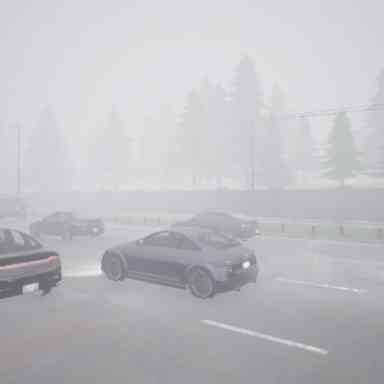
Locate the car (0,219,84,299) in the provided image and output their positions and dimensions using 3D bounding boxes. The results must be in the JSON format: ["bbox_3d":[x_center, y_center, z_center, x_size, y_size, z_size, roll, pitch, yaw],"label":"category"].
[{"bbox_3d":[-4.933,1.560,7.507,4.902,1.511,2.128,0,0,35],"label":"car"}]

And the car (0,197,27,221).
[{"bbox_3d":[-16.384,1.466,28.559,5.566,2.045,2.150,0,0,35],"label":"car"}]

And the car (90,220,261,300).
[{"bbox_3d":[-0.417,1.607,8.587,4.181,1.385,1.994,0,0,35],"label":"car"}]

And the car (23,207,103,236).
[{"bbox_3d":[-6.484,1.649,17.200,4.674,1.442,1.812,0,0,36],"label":"car"}]

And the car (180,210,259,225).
[{"bbox_3d":[1.029,1.594,16.152,4.674,1.442,1.812,0,0,35],"label":"car"}]
